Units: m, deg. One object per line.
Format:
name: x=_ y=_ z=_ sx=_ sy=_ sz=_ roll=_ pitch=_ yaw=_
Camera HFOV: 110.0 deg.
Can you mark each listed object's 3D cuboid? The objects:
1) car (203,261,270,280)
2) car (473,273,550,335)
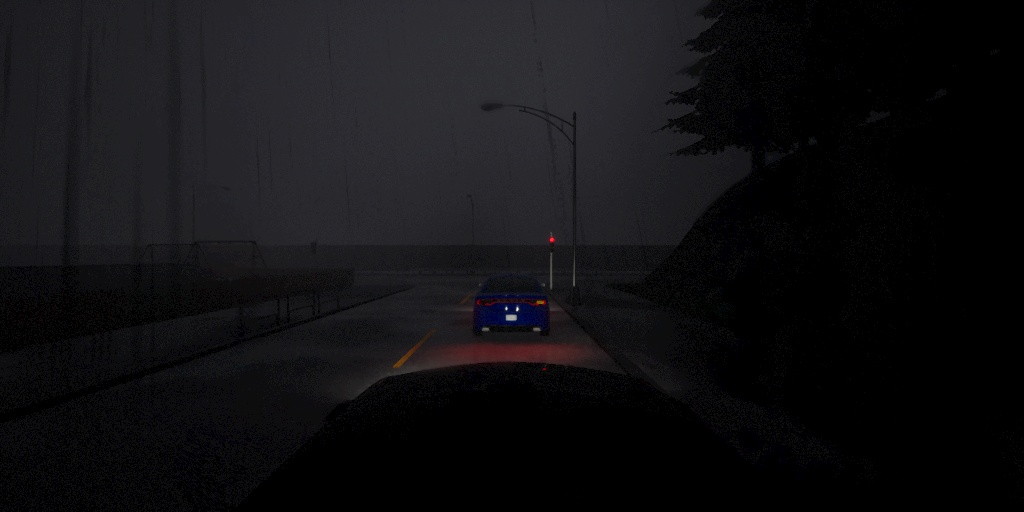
car: x=-23.429 y=1.227 z=30.561 sx=5.008 sy=1.535 sz=1.882 roll=0 pitch=0 yaw=0
car: x=-0.004 y=1.228 z=10.492 sx=1.882 sy=1.535 sz=5.008 roll=0 pitch=0 yaw=0
